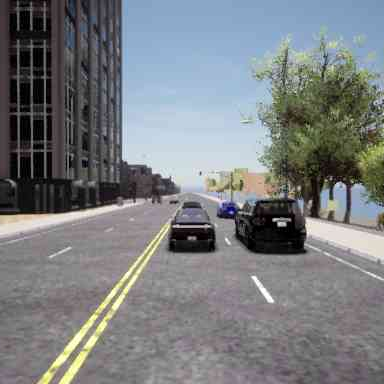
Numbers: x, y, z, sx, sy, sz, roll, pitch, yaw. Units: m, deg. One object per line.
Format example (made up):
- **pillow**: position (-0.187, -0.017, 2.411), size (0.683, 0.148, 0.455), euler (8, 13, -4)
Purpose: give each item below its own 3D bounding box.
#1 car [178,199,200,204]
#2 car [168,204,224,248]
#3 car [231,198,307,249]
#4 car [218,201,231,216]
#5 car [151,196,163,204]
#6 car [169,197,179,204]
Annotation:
- **car**: position (0.000, 1.478, 29.652), size (1.882, 1.535, 5.008), euler (0, 0, 0)
- **car**: position (0.000, 1.490, 14.651), size (2.128, 1.511, 4.902), euler (0, 0, 0)
- **car**: position (3.250, 1.253, 14.681), size (2.150, 2.045, 5.566), euler (0, 0, 0)
- **car**: position (3.250, 1.526, 29.653), size (1.812, 1.442, 4.674), euler (0, 0, 0)
- **car**: position (-6.501, 1.551, 62.625), size (1.837, 1.490, 4.892), euler (0, 0, 0)
- **car**: position (-3.250, 1.644, 62.594), size (1.895, 1.301, 4.718), euler (0, 0, 0)
